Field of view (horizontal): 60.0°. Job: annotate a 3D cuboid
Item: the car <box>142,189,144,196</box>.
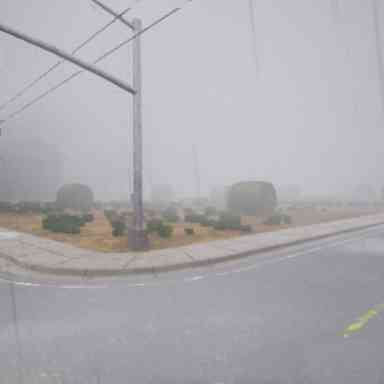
[{"bbox_3d":[-12.580,0.095,79.476,1.905,1.878,3.866,5,3,0],"label":"car"}]
